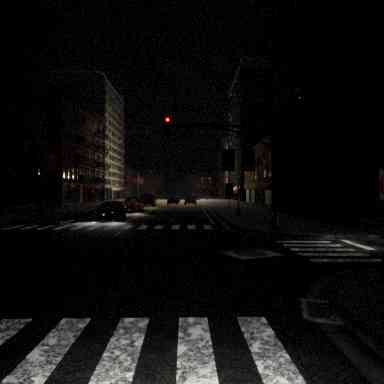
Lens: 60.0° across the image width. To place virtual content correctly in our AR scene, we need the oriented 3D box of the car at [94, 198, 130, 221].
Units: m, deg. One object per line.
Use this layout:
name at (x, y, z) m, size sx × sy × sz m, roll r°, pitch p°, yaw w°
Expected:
car at (-6.724, 1.504, 27.665) m, size 1.837 × 1.490 × 4.892 m, roll 0°, pitch 0°, yaw 0°

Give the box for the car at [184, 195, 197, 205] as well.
car at (-0.258, 1.342, 58.236) m, size 2.097 × 1.767 × 4.553 m, roll 0°, pitch 0°, yaw 0°

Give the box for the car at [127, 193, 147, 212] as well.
car at (-6.772, 1.349, 37.757) m, size 2.097 × 1.767 × 4.553 m, roll 0°, pitch 0°, yaw -1°

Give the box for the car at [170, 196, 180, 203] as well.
car at (-3.475, 1.588, 69.819) m, size 1.895 × 1.301 × 4.718 m, roll 0°, pitch 0°, yaw 0°

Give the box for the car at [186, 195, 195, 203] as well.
car at (-0.303, 1.465, 68.268) m, size 1.882 × 1.535 × 5.008 m, roll 0°, pitch 0°, yaw 0°

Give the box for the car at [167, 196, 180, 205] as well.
car at (-3.416, 1.468, 59.665) m, size 1.882 × 1.535 × 5.008 m, roll 0°, pitch 0°, yaw 0°

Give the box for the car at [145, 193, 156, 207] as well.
car at (-6.819, 1.215, 51.589) m, size 2.150 × 2.045 × 5.566 m, roll 0°, pitch 0°, yaw 0°
